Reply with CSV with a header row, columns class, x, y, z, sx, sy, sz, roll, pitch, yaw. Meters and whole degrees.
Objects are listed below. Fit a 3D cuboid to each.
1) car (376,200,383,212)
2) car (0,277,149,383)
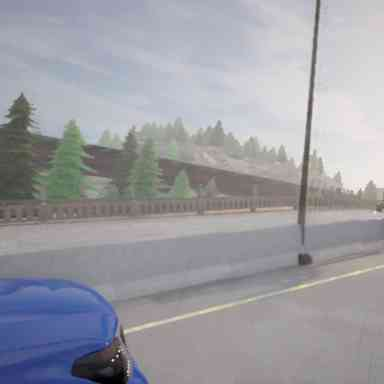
class,x,y,z,sx,sy,sz,roll,pitch,yaw
car,21.573,1.265,35.406,4.553,1.767,2.097,2,-1,-34
car,-2.995,1.206,1.689,5.566,2.045,2.150,-1,1,-34
